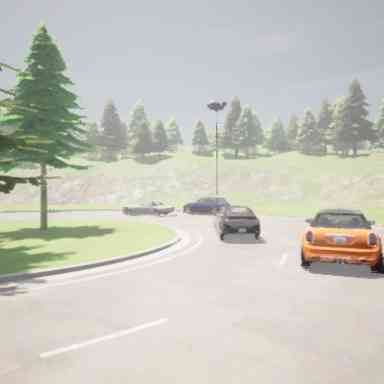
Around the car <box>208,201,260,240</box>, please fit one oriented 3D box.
[{"bbox_3d":[2.139,1.428,16.730,2.128,1.511,4.902,0,0,-1],"label":"car"}]

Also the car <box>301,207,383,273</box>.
[{"bbox_3d":[4.822,1.304,10.925,2.097,1.767,4.553,0,0,23],"label":"car"}]

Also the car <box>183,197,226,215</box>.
[{"bbox_3d":[1.356,1.240,31.288,4.553,1.767,2.097,0,0,38],"label":"car"}]

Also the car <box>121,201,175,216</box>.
[{"bbox_3d":[-4.087,1.503,30.572,4.718,1.301,1.895,0,0,21],"label":"car"}]
